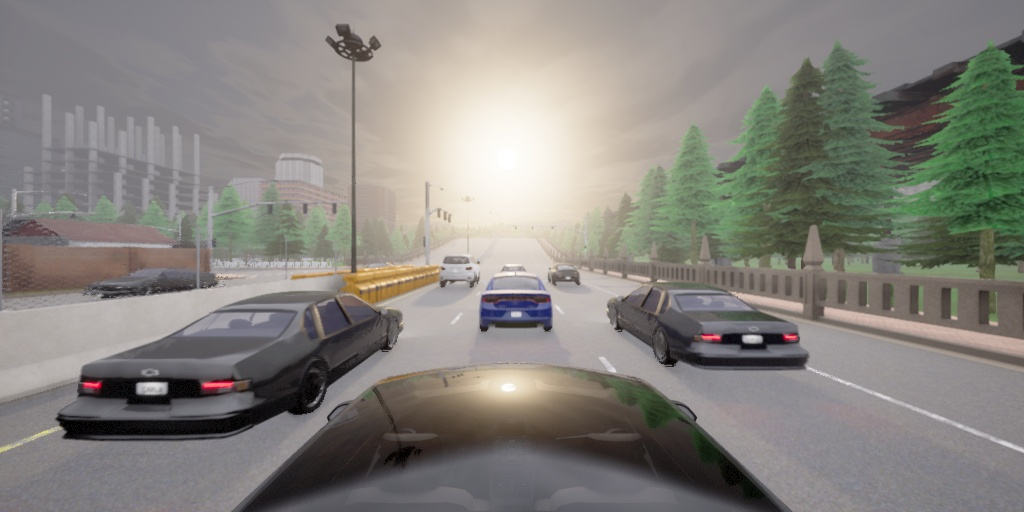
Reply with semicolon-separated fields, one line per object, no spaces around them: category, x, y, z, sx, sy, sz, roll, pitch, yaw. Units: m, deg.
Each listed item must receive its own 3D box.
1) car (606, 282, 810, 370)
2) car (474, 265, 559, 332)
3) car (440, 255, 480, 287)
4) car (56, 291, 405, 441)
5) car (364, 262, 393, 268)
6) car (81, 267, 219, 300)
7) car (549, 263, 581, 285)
car;3.601;1.287;7.880;2.033;1.411;5.357;0;0;0
car;0.099;1.212;10.878;1.882;1.535;5.008;0;0;0
car;-3.415;0.932;24.148;2.150;2.045;5.566;0;0;-1
car;-3.400;1.290;5.888;2.033;1.411;5.357;0;0;0
car;-10.505;1.229;28.414;1.812;1.442;4.674;0;0;0
car;-17.574;1.269;17.930;2.033;1.411;5.357;0;0;0
car;3.603;1.234;25.303;1.812;1.442;4.674;0;0;0
